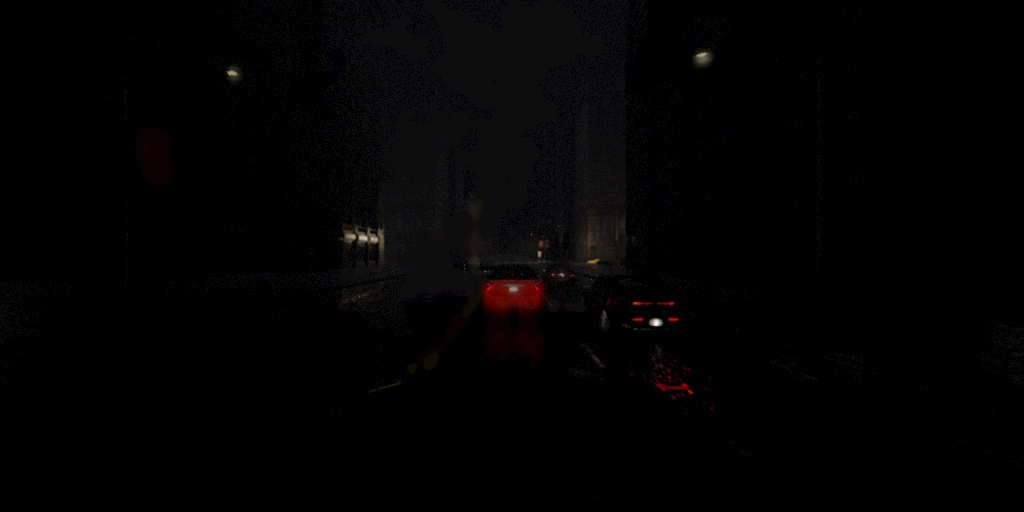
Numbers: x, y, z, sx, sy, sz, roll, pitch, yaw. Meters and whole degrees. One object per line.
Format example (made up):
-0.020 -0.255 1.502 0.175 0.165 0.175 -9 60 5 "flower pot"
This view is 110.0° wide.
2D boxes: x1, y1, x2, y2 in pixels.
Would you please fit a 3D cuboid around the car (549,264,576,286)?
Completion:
3.287 1.286 25.394 2.033 1.411 5.357 0 0 1 "car"

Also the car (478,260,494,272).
-3.354 1.234 47.126 1.812 1.442 4.674 0 0 0 "car"

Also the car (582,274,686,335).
3.290 1.251 10.521 1.837 1.490 4.892 0 0 1 "car"

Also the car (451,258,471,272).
-6.603 1.062 46.491 2.097 1.767 4.553 0 0 0 "car"

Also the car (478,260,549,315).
0.064 1.096 13.745 2.097 1.767 4.553 0 0 0 "car"
